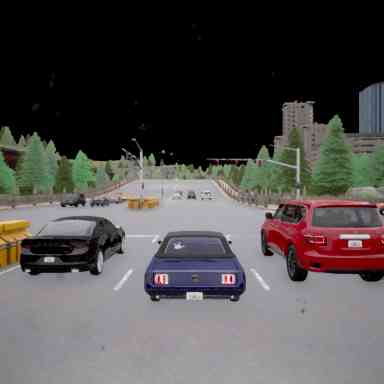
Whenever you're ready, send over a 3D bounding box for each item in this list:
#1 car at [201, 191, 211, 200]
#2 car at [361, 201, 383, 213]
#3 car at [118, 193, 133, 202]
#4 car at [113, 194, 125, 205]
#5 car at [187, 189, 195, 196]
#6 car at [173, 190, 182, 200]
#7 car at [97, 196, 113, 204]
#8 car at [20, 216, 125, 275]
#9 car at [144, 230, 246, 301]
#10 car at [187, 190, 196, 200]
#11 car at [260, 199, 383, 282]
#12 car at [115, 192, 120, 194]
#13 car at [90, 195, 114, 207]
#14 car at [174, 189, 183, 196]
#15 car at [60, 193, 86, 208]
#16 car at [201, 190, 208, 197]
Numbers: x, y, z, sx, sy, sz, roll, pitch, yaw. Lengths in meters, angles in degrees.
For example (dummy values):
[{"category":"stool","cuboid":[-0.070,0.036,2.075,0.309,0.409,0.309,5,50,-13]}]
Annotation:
[{"category":"car","cuboid":[3.410,0.794,79.866,2.150,2.045,5.566,0,3,0]},{"category":"car","cuboid":[21.141,1.601,35.914,4.718,1.301,1.895,0,0,0]},{"category":"car","cuboid":[-14.047,1.379,71.669,1.882,1.535,5.008,0,1,0]},{"category":"car","cuboid":[-14.065,1.526,60.762,1.812,1.442,4.674,0,0,0]},{"category":"car","cuboid":[-0.152,0.163,91.420,2.128,1.511,4.902,0,7,0]},{"category":"car","cuboid":[-3.597,1.004,81.181,1.812,1.442,4.674,0,4,0]},{"category":"car","cuboid":[-17.523,1.585,67.280,1.895,1.301,4.718,0,0,0]},{"category":"car","cuboid":[-3.420,1.478,10.481,1.882,1.535,5.008,0,0,0]},{"category":"car","cuboid":[0.069,1.601,8.255,1.895,1.301,4.718,0,0,0]},{"category":"car","cuboid":[-0.098,0.834,81.231,2.097,1.767,4.553,0,4,0]},{"category":"car","cuboid":[3.574,1.221,9.936,2.150,2.045,5.566,0,0,0]},{"category":"car","cuboid":[-17.588,0.937,79.364,2.097,1.767,4.553,0,2,0]},{"category":"car","cuboid":[-14.087,1.547,51.285,2.033,1.411,5.357,0,0,0]},{"category":"car","cuboid":[-3.652,0.163,91.402,2.128,1.511,4.902,0,7,0]},{"category":"car","cuboid":[-17.594,1.216,49.514,2.150,2.045,5.566,0,1,0]},{"category":"car","cuboid":[3.353,0.348,90.325,1.895,1.301,4.718,0,7,0]}]
